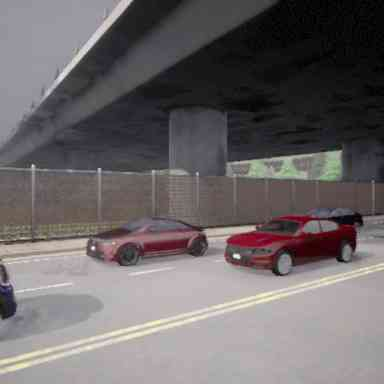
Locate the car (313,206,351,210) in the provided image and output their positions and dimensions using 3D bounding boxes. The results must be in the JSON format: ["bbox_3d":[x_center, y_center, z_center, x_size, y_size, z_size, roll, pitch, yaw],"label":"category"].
[{"bbox_3d":[7.201,1.534,17.715,4.902,1.511,2.128,0,0,-35],"label":"car"}]

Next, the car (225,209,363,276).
[{"bbox_3d":[3.272,1.501,10.611,5.008,1.535,1.882,0,0,-35],"label":"car"}]

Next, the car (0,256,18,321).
[{"bbox_3d":[-5.077,1.348,4.660,4.553,1.767,2.097,0,0,-35],"label":"car"}]

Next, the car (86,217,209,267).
[{"bbox_3d":[-1.452,1.579,11.547,4.181,1.385,1.994,0,0,-35],"label":"car"}]
